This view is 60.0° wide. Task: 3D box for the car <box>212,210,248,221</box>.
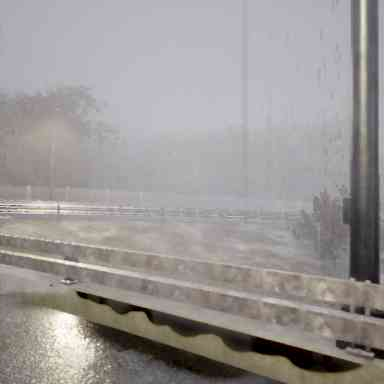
[{"bbox_3d":[4.865,3.033,43.145,4.718,1.301,1.895,4,-1,-24],"label":"car"}]
